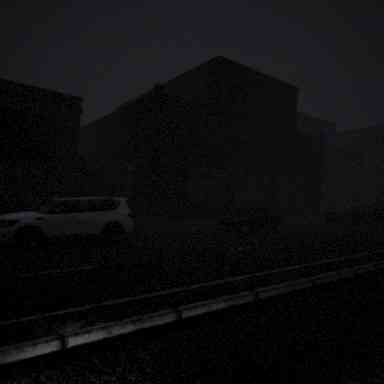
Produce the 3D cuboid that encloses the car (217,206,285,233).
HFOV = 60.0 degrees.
[{"bbox_3d":[3.737,1.621,20.666,4.792,1.488,2.163,1,0,-36],"label":"car"}]

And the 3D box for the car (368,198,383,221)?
[{"bbox_3d":[17.195,1.530,30.350,5.566,2.045,2.435,1,0,-36],"label":"car"}]

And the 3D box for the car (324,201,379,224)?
[{"bbox_3d":[12.738,1.719,27.141,4.892,1.521,2.231,1,0,-36],"label":"car"}]

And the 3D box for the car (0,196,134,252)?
[{"bbox_3d":[-5.221,1.214,14.209,5.566,2.045,2.435,1,0,-36],"label":"car"}]
